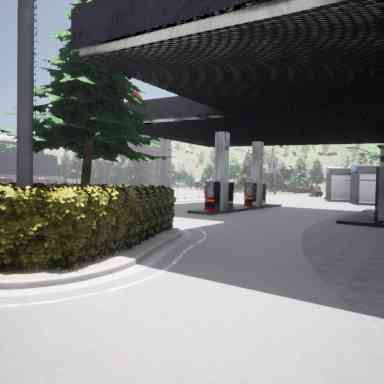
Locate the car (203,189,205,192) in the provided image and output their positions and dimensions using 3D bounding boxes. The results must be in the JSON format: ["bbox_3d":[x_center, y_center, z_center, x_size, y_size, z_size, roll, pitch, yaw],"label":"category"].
[{"bbox_3d":[4.716,-0.320,65.620,5.027,1.636,2.152,2,2,35],"label":"car"}]

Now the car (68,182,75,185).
[{"bbox_3d":[-25.616,-1.287,68.011,4.605,1.855,1.932,2,2,35],"label":"car"}]

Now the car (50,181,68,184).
[{"bbox_3d":[-26.947,-1.261,65.396,3.866,1.878,1.905,2,2,35],"label":"car"}]

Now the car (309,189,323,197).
[{"bbox_3d":[25.040,0.252,67.196,1.837,1.490,4.892,2,2,9],"label":"car"}]

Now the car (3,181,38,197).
[{"bbox_3d":[-21.876,-0.468,42.380,4.605,1.855,1.932,2,2,35],"label":"car"}]

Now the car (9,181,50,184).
[{"bbox_3d":[-17.326,-0.181,35.174,3.866,1.878,1.905,2,2,35],"label":"car"}]
